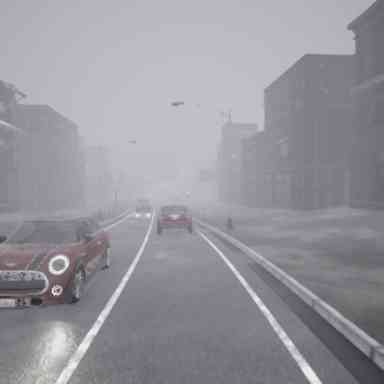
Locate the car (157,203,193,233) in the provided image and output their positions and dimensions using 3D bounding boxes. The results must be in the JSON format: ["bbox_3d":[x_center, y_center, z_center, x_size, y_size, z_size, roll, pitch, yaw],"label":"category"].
[{"bbox_3d":[-1.175,1.565,21.379,2.097,1.767,4.553,0,-1,-5],"label":"car"}]

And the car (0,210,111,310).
[{"bbox_3d":[-3.390,1.385,8.118,2.097,1.767,4.553,0,0,-3],"label":"car"}]

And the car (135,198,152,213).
[{"bbox_3d":[-7.163,1.956,49.280,2.150,2.045,5.566,-1,1,-5],"label":"car"}]

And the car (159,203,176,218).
[{"bbox_3d":[-3.011,2.169,40.088,1.837,1.490,4.892,0,-1,-6],"label":"car"}]
